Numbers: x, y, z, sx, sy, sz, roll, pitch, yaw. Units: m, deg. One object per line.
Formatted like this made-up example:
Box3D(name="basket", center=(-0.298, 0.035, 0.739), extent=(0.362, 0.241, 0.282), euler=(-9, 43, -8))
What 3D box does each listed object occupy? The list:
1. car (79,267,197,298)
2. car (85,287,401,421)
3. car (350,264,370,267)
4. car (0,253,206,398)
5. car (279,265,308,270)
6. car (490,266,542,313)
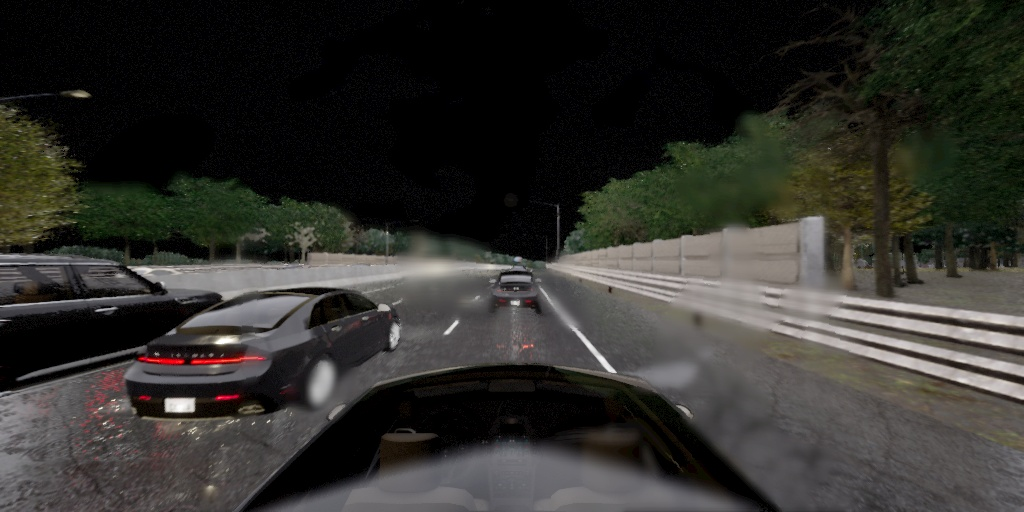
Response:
Box3D(name="car", center=(-20.945, 1.408, 20.455), extent=(1.812, 1.442, 4.674), euler=(0, -1, 1))
Box3D(name="car", center=(-3.391, 1.279, 6.094), extent=(1.837, 1.490, 4.892), euler=(0, 0, 0))
Box3D(name="car", center=(-16.963, 1.596, 39.914), extent=(1.882, 1.535, 5.008), euler=(0, -1, 2))
Box3D(name="car", center=(-6.900, 0.985, 5.084), extent=(2.150, 2.045, 5.566), euler=(0, 0, 0))
Box3D(name="car", center=(-23.985, 1.670, 39.373), extent=(1.994, 1.385, 4.181), euler=(0, -1, 2))
Box3D(name="car", center=(0.168, 1.348, 14.445), extent=(1.837, 1.490, 4.892), euler=(0, 0, 1))
